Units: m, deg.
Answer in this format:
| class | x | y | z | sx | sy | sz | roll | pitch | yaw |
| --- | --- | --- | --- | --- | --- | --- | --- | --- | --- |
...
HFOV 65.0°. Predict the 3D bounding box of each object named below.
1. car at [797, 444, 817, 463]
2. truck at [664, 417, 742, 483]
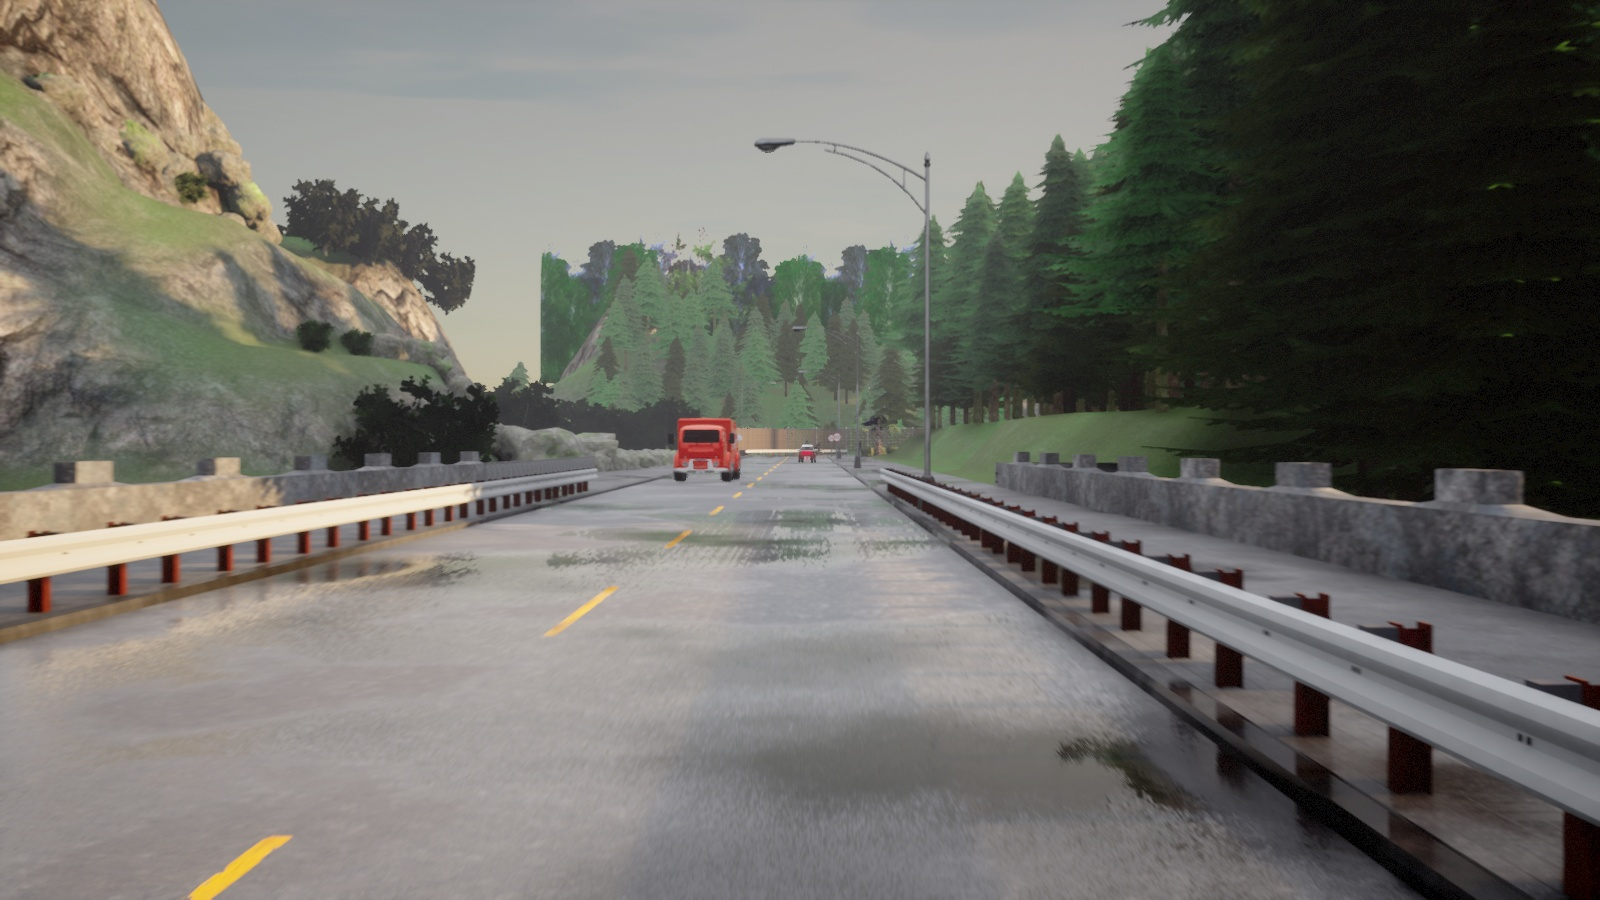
| class | x | y | z | sx | sy | sz | roll | pitch | yaw |
| --- | --- | --- | --- | --- | --- | --- | --- | --- | --- |
| car | 0.551 | 0.265 | 96.293 | 1.481 | 1.376 | 2.207 | 0 | 1 | 0 |
| truck | -3.707 | -0.017 | 49.050 | 2.627 | 2.467 | 5.204 | 0 | 0 | 0 |
